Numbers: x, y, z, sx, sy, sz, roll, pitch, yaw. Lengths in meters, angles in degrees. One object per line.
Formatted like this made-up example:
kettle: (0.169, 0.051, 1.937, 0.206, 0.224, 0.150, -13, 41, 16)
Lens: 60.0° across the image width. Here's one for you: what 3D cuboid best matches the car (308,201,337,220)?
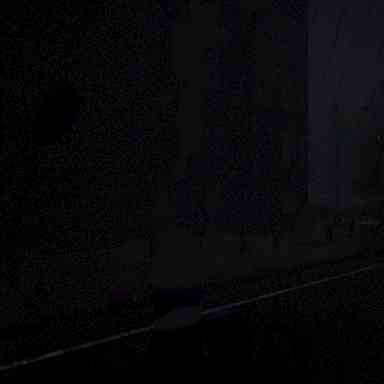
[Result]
car: (9.772, 1.476, 28.080, 2.128, 1.511, 4.902, 0, 0, -35)
